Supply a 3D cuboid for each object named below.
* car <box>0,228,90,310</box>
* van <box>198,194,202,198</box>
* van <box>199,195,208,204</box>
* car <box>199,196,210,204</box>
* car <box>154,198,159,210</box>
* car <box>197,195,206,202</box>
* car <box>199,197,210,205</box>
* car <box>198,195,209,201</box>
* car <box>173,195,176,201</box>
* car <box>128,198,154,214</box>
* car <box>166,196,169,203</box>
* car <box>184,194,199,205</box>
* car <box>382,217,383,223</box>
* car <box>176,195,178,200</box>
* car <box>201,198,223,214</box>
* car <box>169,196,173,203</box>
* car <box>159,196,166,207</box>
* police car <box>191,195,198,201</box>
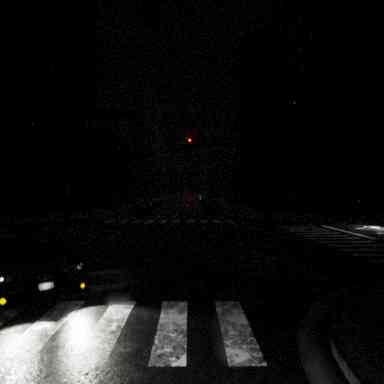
[{"bbox_3d":[-4.043,1.561,7.620,1.994,1.385,4.181,0,0,-43],"label":"car"},{"bbox_3d":[2.382,1.424,58.136,1.690,1.788,3.998,0,0,0],"label":"van"},{"bbox_3d":[2.400,1.453,69.158,1.690,1.788,3.998,0,0,0],"label":"van"},{"bbox_3d":[2.365,1.641,47.115,1.802,1.307,4.206,0,0,0],"label":"car"},{"bbox_3d":[-5.668,1.490,41.617,1.967,1.590,4.097,0,0,0],"label":"car"},{"bbox_3d":[2.426,1.600,85.690,1.967,1.590,4.097,0,0,0],"label":"car"},{"bbox_3d":[2.391,1.647,63.647,2.008,1.369,4.403,0,0,0],"label":"car"},{"bbox_3d":[2.374,1.637,52.626,1.947,1.339,4.313,0,0,0],"label":"car"},{"bbox_3d":[-5.608,1.694,80.191,2.008,1.369,4.403,0,0,0],"label":"car"},{"bbox_3d":[-5.677,1.480,36.106,1.967,1.590,4.097,0,0,0],"label":"car"},{"bbox_3d":[-5.642,1.634,58.148,2.008,1.369,4.403,0,0,0],"label":"car"},{"bbox_3d":[-0.147,1.574,63.347,1.882,1.535,5.008,0,0,0],"label":"car"},{"bbox_3d":[14.199,1.511,20.610,4.181,1.385,1.994,0,0,0],"label":"car"},{"bbox_3d":[-5.590,1.721,91.213,1.887,1.381,4.507,0,0,0],"label":"car"},{"bbox_3d":[2.348,1.606,36.092,1.947,1.339,4.313,0,0,0],"label":"car"},{"bbox_3d":[-5.625,1.552,69.170,1.967,1.590,4.097,0,0,0],"label":"car"},{"bbox_3d":[-5.651,1.653,52.638,1.802,1.307,4.206,0,0,0],"label":"car"},{"bbox_3d":[0.621,1.599,90.173,1.930,1.638,5.238,0,0,0],"label":"police car"}]
